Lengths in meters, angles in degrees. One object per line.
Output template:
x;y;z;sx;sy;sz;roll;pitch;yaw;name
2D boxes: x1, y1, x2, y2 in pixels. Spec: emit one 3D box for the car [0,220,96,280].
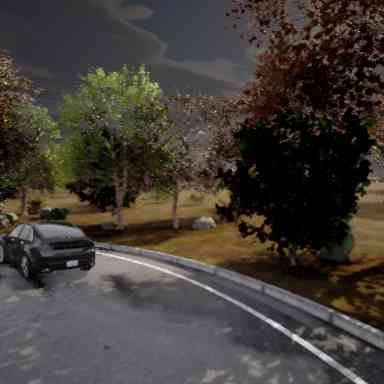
-4.810;1.686;10.752;1.837;1.490;4.892;1;-1;-41;car
